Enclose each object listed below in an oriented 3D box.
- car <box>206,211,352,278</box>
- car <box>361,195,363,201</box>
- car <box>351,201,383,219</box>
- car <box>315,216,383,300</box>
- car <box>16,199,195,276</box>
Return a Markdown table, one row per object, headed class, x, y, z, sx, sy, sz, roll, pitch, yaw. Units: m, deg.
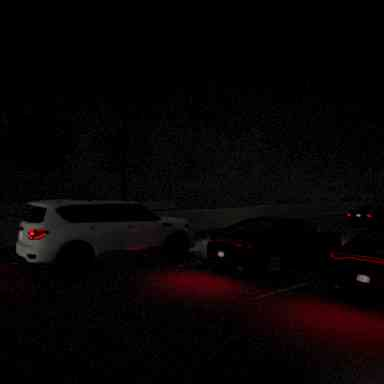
| class | x | y | z | sx | sy | sz | roll | pitch | yaw |
| --- | --- | --- | --- | --- | --- | --- | --- | --- | --- |
| car | 2.721 | 1.488 | 10.324 | 5.008 | 1.535 | 1.882 | 0 | 0 | -38 |
| car | 24.889 | 1.242 | 51.516 | 2.150 | 2.045 | 5.566 | 0 | 0 | 39 |
| car | 12.639 | 1.560 | 23.240 | 5.357 | 1.411 | 2.033 | 0 | 0 | -43 |
| car | 5.188 | 1.481 | 7.810 | 5.008 | 1.535 | 1.882 | 0 | 0 | -38 |
| car | -2.517 | 1.240 | 10.692 | 5.566 | 2.045 | 2.150 | 0 | 0 | -37 |
